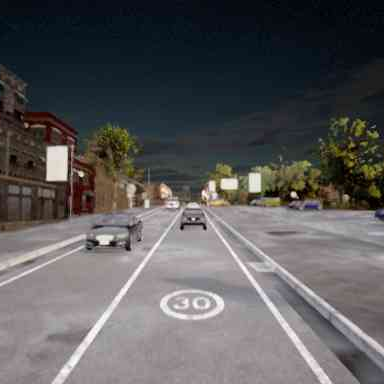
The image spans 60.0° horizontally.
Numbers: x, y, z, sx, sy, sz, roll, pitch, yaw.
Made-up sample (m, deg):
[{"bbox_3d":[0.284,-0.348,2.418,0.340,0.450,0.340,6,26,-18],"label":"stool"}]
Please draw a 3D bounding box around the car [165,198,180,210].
[{"bbox_3d":[-3.306,1.983,57.269,2.150,2.045,5.566,0,0,0],"label":"car"}]

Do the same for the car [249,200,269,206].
[{"bbox_3d":[18.408,3.121,91.749,4.892,1.521,2.231,0,-2,-1],"label":"car"}]

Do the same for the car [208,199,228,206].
[{"bbox_3d":[6.275,2.601,81.263,4.553,1.767,2.185,0,-2,0],"label":"car"}]

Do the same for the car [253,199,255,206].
[{"bbox_3d":[18.682,2.793,83.248,5.366,1.575,1.946,0,-2,0],"label":"car"}]

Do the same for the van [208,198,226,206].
[{"bbox_3d":[6.335,2.605,84.302,4.442,1.987,1.878,0,-2,0],"label":"van"}]

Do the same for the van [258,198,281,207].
[{"bbox_3d":[18.424,2.399,77.800,4.442,1.987,1.878,0,-2,0],"label":"van"}]

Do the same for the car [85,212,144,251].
[{"bbox_3d":[-3.351,1.696,15.152,2.128,1.511,4.902,0,-1,0],"label":"car"}]

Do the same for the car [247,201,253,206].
[{"bbox_3d":[18.421,2.752,88.969,5.566,2.045,2.435,0,-2,-1],"label":"car"}]

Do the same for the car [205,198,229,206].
[{"bbox_3d":[6.083,2.635,78.341,5.366,1.575,1.946,0,-2,0],"label":"car"}]

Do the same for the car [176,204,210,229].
[{"bbox_3d":[0.098,1.878,24.505,2.033,1.411,5.357,0,-1,0],"label":"car"}]

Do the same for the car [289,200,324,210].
[{"bbox_3d":[18.751,2.041,53.836,4.553,1.767,2.185,0,-1,0],"label":"car"}]

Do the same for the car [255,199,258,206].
[{"bbox_3d":[18.703,2.706,80.589,5.366,1.575,1.946,0,-2,0],"label":"car"}]

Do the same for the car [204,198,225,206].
[{"bbox_3d":[6.190,2.811,90.490,5.566,2.045,2.435,0,-2,-1],"label":"car"}]

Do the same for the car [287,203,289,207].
[{"bbox_3d":[18.680,2.249,57.004,4.674,1.452,2.002,0,-1,0],"label":"car"}]

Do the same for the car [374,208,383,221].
[{"bbox_3d":[18.702,1.888,29.500,4.674,1.452,2.002,0,-1,0],"label":"car"}]
